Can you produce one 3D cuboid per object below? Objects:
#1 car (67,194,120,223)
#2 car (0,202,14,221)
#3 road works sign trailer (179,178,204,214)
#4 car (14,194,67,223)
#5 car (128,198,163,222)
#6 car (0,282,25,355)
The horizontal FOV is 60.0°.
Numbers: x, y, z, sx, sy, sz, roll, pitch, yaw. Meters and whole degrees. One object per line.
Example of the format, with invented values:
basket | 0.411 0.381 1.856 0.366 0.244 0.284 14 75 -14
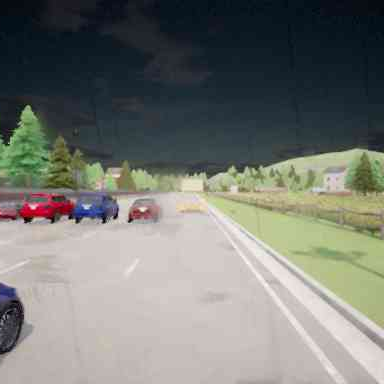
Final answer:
car | -6.897 1.125 24.486 2.150 2.045 5.566 0 0 0
car | -13.898 1.462 26.072 1.994 1.385 4.181 0 0 0
road works sign trailer | 0.004 0.329 33.987 2.380 3.560 2.880 0 0 0
car | -10.397 1.125 24.482 2.150 2.045 5.566 0 0 0
car | -3.397 1.253 25.031 2.097 1.767 4.553 0 0 0
car | -3.413 1.513 3.052 1.812 1.442 4.674 0 0 0
